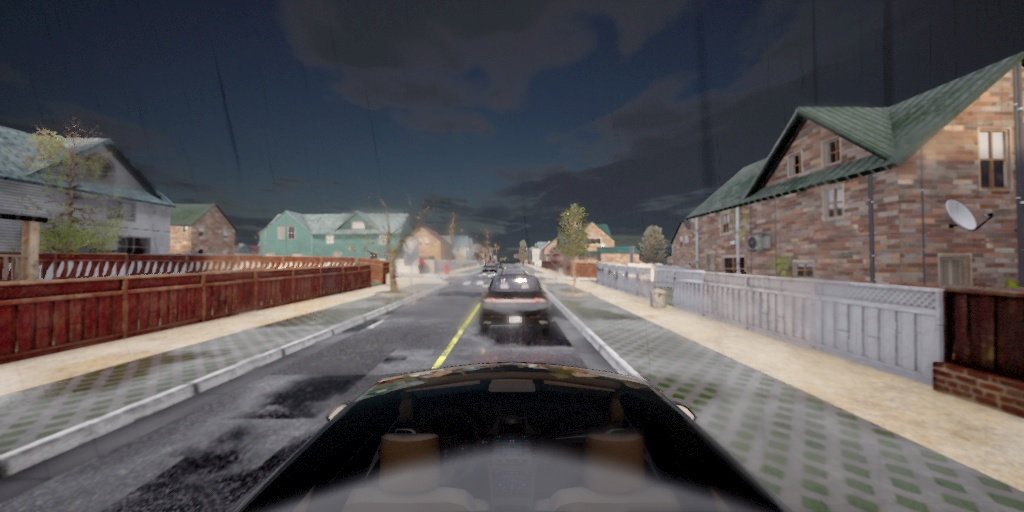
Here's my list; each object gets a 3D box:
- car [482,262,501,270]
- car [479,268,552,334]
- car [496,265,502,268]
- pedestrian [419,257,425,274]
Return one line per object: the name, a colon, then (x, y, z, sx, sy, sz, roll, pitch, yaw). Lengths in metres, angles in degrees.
car: (-2.873, 1.568, 47.664, 2.033, 1.411, 5.357, 0, 0, 0)
car: (0.087, 1.285, 10.758, 2.128, 1.511, 4.902, 0, 0, 0)
car: (0.078, 1.465, 23.429, 1.895, 1.301, 4.718, 0, 0, 0)
pedestrian: (-9.651, 0.973, 37.925, 0.375, 1.860, 0.375, 0, -3, 0)
